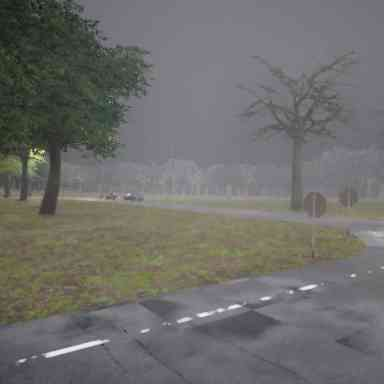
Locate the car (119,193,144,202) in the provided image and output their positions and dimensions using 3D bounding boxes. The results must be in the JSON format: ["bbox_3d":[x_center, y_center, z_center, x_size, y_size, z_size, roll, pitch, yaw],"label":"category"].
[{"bbox_3d":[-9.900,0.913,56.220,2.128,1.511,4.902,3,-1,-36],"label":"car"}]

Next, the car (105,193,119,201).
[{"bbox_3d":[-14.704,0.866,62.747,1.882,1.535,5.008,3,-2,-36],"label":"car"}]
